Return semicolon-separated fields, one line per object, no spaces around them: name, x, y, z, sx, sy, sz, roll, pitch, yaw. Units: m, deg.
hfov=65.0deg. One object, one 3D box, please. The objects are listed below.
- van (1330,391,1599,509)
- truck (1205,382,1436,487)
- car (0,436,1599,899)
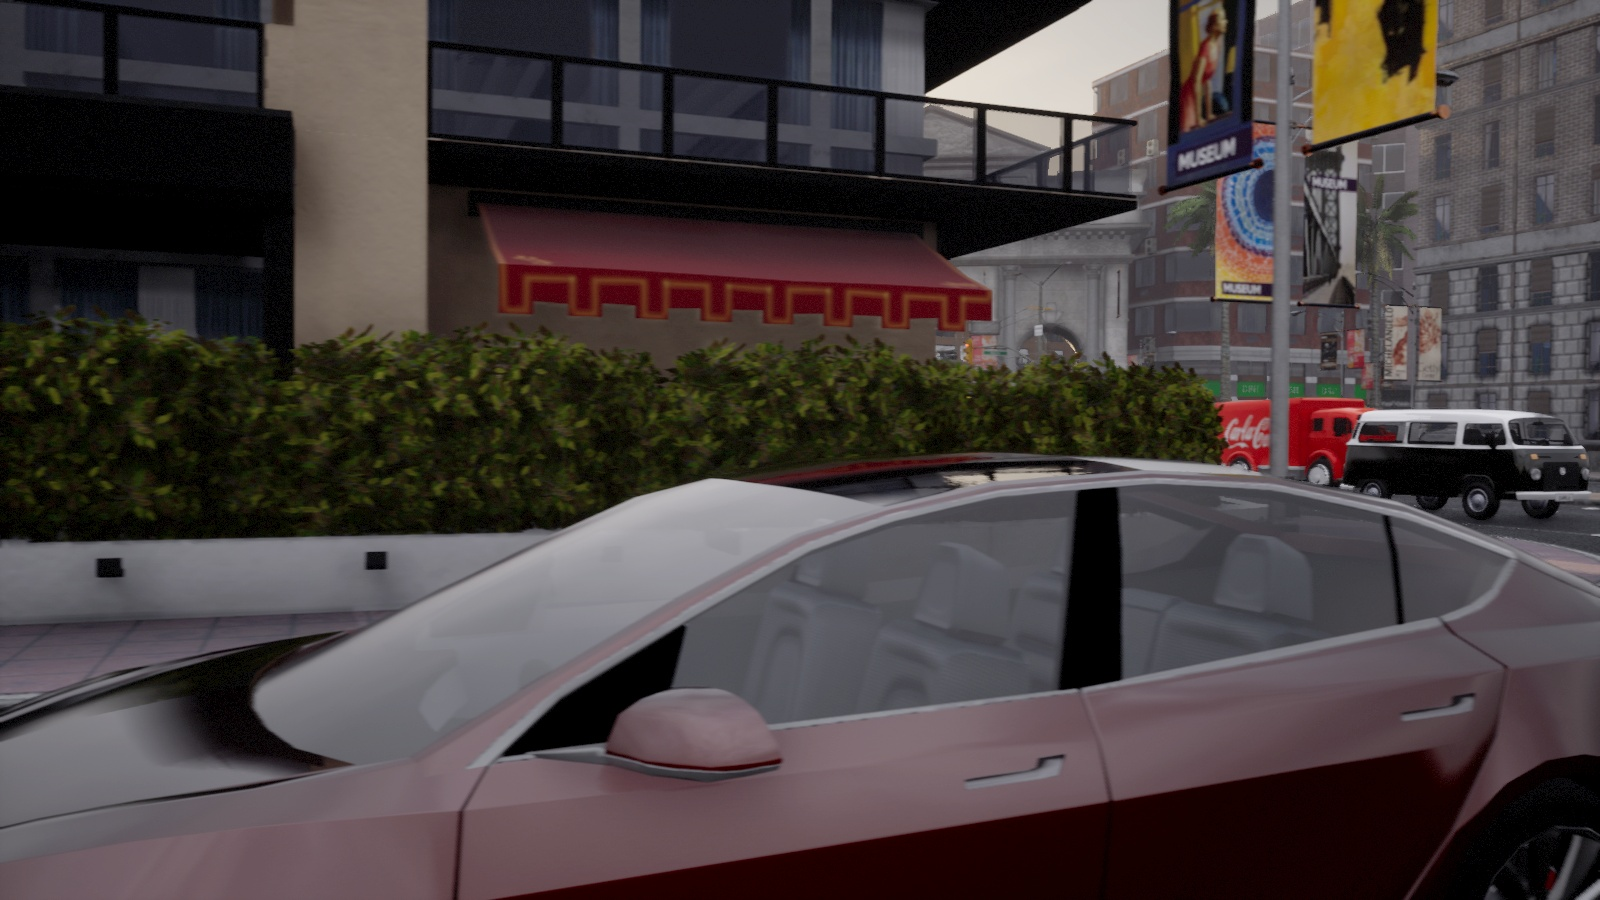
van;12.673;-0.042;24.118;2.069;2.038;4.480;-1;1;-20
truck;13.262;-0.382;32.439;2.627;2.467;5.204;-1;0;-20
car;0.105;0.740;3.279;4.792;1.488;2.163;-1;1;-21
